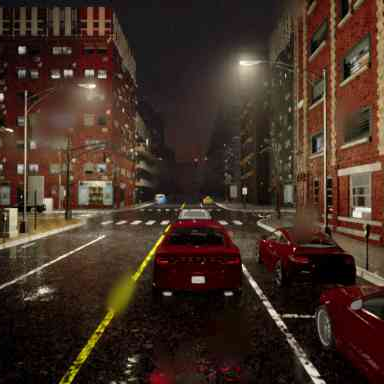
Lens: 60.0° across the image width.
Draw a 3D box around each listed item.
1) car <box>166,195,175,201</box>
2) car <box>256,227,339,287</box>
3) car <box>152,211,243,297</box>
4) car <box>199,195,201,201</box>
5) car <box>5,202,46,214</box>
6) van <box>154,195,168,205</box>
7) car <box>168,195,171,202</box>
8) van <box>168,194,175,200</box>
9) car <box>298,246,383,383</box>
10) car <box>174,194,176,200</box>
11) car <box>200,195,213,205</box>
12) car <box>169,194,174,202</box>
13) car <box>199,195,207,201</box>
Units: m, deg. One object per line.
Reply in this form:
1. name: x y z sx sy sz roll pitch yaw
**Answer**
1. car: -5.549 1.582 86.534 2.008 1.369 4.403 1 0 0
2. car: 2.851 1.584 8.967 1.802 1.307 4.206 1 0 0
3. car: 0.111 1.480 8.649 1.882 1.535 5.008 0 0 0
4. car: 2.823 1.572 80.831 1.887 1.381 4.507 1 0 0
5. car: -18.655 1.730 37.382 4.313 1.339 1.947 0 -1 0
6. van: -5.588 1.359 58.273 1.690 1.788 3.998 1 0 0
7. car: -5.583 1.602 63.925 1.802 1.307 4.206 1 0 0
8. van: -5.537 1.376 92.186 1.690 1.788 3.998 1 0 0
9. car: 2.672 1.583 3.311 1.802 1.307 4.206 1 0 0
10. car: -5.557 1.553 80.712 1.752 1.417 4.829 1 0 0
11. car: 2.789 1.543 58.391 1.752 1.417 4.829 1 0 0
12. car: -5.566 1.607 75.229 1.802 1.307 4.206 1 0 0
13. car: 2.831 1.597 86.482 1.947 1.339 4.313 1 0 0
